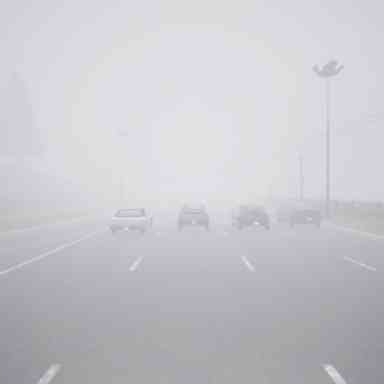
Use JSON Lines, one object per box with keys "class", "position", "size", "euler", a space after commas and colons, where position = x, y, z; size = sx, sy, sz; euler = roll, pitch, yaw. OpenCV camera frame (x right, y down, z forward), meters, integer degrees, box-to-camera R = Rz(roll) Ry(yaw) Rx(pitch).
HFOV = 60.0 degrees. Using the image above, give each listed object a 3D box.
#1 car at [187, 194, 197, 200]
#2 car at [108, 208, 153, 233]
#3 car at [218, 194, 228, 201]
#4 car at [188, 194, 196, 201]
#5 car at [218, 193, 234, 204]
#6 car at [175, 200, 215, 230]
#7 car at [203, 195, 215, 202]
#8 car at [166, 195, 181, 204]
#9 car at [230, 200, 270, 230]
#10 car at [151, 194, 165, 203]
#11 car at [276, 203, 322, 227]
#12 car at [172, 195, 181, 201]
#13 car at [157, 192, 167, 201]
{"class": "car", "position": [-0.008, 1.493, 65.531], "size": [1.812, 1.442, 4.674], "euler": [0, 0, 0]}
{"class": "car", "position": [-3.403, 1.591, 19.459], "size": [1.895, 1.301, 4.718], "euler": [0, 0, 0]}
{"class": "car", "position": [6.991, 1.273, 75.535], "size": [1.882, 1.535, 5.008], "euler": [0, 0, 0]}
{"class": "car", "position": [-0.009, 1.272, 75.534], "size": [1.882, 1.535, 5.008], "euler": [0, 0, 0]}
{"class": "car", "position": [6.992, 1.190, 65.145], "size": [2.150, 2.045, 5.566], "euler": [0, 0, 0]}
{"class": "car", "position": [0.098, 1.481, 20.968], "size": [2.128, 1.511, 4.902], "euler": [0, 0, 0]}
{"class": "car", "position": [3.492, 1.531, 65.532], "size": [1.994, 1.385, 4.181], "euler": [0, 0, 0]}
{"class": "car", "position": [-3.508, 1.471, 65.114], "size": [1.837, 1.490, 4.892], "euler": [0, 0, 0]}
{"class": "car", "position": [3.599, 1.494, 21.050], "size": [1.837, 1.490, 4.892], "euler": [0, 0, 0]}
{"class": "car", "position": [-7.008, 1.530, 65.560], "size": [1.994, 1.385, 4.181], "euler": [0, 0, 0]}
{"class": "car", "position": [7.098, 1.467, 22.558], "size": [1.882, 1.535, 5.008], "euler": [0, 0, 0]}
{"class": "car", "position": [-3.509, 1.390, 75.564], "size": [1.895, 1.301, 4.718], "euler": [0, 0, 0]}
{"class": "car", "position": [-7.009, 1.019, 75.593], "size": [2.150, 2.045, 5.566], "euler": [0, 0, 0]}
